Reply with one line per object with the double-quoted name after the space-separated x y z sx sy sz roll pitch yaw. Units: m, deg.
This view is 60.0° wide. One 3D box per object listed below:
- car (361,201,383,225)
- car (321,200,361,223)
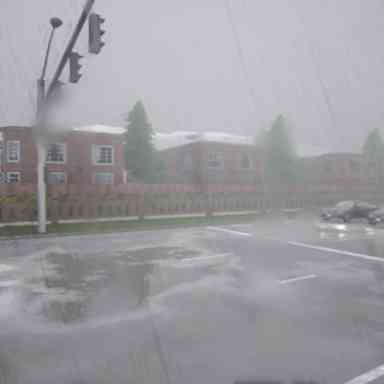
12.828 1.319 20.526 4.674 1.442 1.812 -1 0 -30 "car"
11.251 1.312 23.658 4.674 1.442 1.812 -1 0 -30 "car"
